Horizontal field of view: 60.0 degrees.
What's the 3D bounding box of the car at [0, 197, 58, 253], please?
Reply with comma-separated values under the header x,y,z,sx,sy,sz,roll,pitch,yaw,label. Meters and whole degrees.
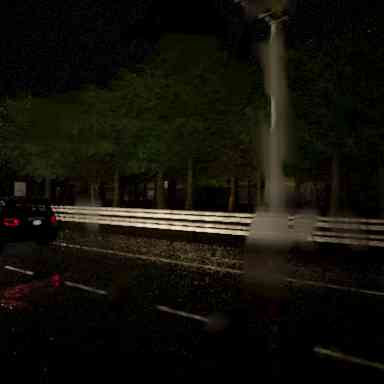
x,y,z,sx,sy,sz,roll,pitch,yaw,label
-7.879,1.224,13.796,5.566,2.045,2.150,0,0,36,car
